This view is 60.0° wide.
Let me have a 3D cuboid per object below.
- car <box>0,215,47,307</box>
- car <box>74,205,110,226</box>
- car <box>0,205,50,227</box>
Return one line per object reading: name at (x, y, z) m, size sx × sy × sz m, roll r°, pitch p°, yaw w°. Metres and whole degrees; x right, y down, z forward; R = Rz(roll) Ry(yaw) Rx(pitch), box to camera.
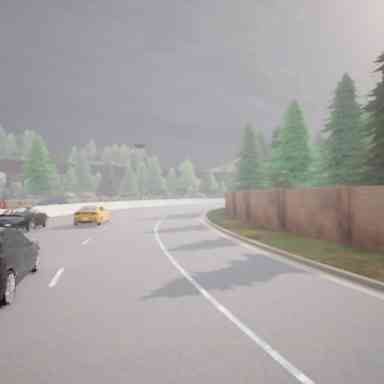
car at (-4.974, 1.573, 7.953) m, size 1.882 × 1.535 × 5.008 m, roll 0°, pitch 0°, yaw -15°
car at (-7.693, 1.743, 25.943) m, size 1.882 × 1.535 × 5.008 m, roll 0°, pitch 0°, yaw -3°
car at (-10.882, 1.736, 21.723) m, size 2.128 × 1.511 × 4.902 m, roll 0°, pitch 0°, yaw -6°
